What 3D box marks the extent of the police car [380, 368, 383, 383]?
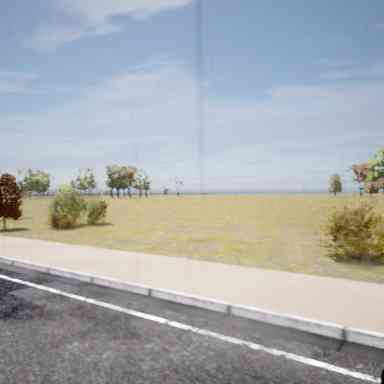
[{"bbox_3d":[3.414,1.475,1.128,4.974,1.542,2.038,-1,-1,36],"label":"police car"}]
